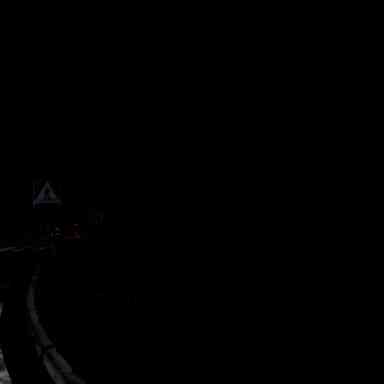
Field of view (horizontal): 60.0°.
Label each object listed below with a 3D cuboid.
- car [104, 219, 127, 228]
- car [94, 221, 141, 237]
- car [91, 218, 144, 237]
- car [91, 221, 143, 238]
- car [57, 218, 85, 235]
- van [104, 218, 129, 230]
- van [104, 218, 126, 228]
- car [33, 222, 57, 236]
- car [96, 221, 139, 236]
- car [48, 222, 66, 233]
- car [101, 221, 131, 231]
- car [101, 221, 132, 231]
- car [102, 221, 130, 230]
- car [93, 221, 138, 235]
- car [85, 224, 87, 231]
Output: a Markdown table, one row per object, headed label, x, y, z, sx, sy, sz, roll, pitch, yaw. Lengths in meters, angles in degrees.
| label | x | y | z | sx | sy | sz | roll | pitch | yaw |
| --- | --- | --- | --- | --- | --- | --- | --- | --- | --- |
| car | -16.393 | 6.658 | 71.306 | 4.553 | 1.767 | 2.185 | 0 | -4 | -13 |
| car | -8.189 | 3.999 | 36.545 | 4.892 | 1.521 | 2.231 | 0 | -5 | -13 |
| car | -6.937 | 3.521 | 31.202 | 4.892 | 1.521 | 2.231 | 0 | -5 | -13 |
| car | -7.568 | 3.761 | 33.873 | 5.008 | 1.535 | 2.097 | 0 | -5 | -13 |
| car | -15.222 | 4.355 | 42.186 | 2.150 | 2.045 | 5.566 | 0 | -5 | -13 |
| van | -13.778 | 5.770 | 60.635 | 4.442 | 1.987 | 1.878 | 0 | -4 | -13 |
| van | -15.905 | 6.371 | 68.607 | 4.442 | 1.987 | 1.878 | 0 | -4 | -13 |
| car | -18.370 | 4.701 | 41.378 | 1.994 | 1.385 | 4.181 | 0 | -5 | -13 |
| car | -8.797 | 4.265 | 39.215 | 4.792 | 1.488 | 2.163 | 0 | -5 | -13 |
| car | -20.677 | 5.453 | 51.123 | 1.837 | 1.490 | 4.892 | 0 | -5 | -13 |
| car | -12.651 | 5.608 | 55.241 | 4.792 | 1.488 | 2.163 | 0 | -4 | -13 |
| car | -11.986 | 5.401 | 52.572 | 4.674 | 1.452 | 2.002 | 0 | -5 | -13 |
| car | -13.226 | 5.816 | 57.925 | 4.792 | 1.488 | 2.163 | 0 | -4 | -13 |
| car | -9.640 | 4.465 | 41.845 | 5.366 | 1.575 | 1.946 | 0 | -5 | -13 |
| car | -17.610 | 5.451 | 52.275 | 1.882 | 1.535 | 5.008 | 0 | -5 | -13 |
